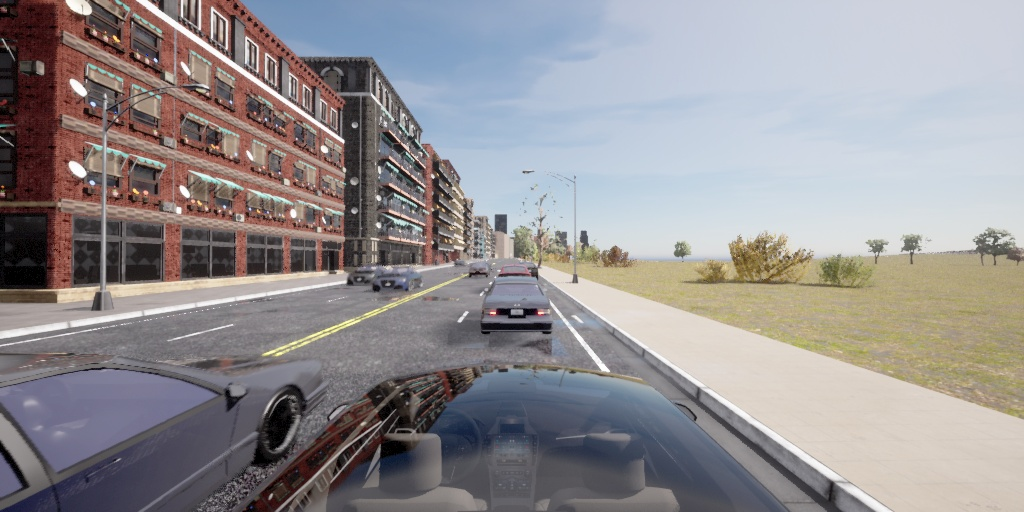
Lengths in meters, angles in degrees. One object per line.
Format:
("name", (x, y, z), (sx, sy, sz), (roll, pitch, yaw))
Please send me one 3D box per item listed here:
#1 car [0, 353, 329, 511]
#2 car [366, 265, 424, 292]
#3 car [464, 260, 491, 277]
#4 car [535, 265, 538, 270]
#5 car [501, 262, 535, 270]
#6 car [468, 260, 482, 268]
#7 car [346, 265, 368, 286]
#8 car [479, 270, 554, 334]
("car", (-3.156, 1.297, 1.892), (2.033, 1.411, 5.357), (0, 0, 0))
("car", (-6.560, 1.317, 20.951), (1.994, 1.385, 4.181), (0, 0, 0))
("car", (-3.081, 1.301, 34.811), (2.033, 1.411, 5.357), (0, 0, 0))
("car", (1.200, 1.231, 30.517), (1.882, 1.535, 5.008), (0, 0, 0))
("car", (0.144, 1.230, 21.079), (1.882, 1.535, 5.008), (0, 0, 0))
("car", (-6.429, 1.352, 63.113), (1.895, 1.301, 4.718), (0, 0, 1))
("car", (-9.800, 1.317, 24.980), (1.994, 1.385, 4.181), (0, 0, 0))
("car", (0.118, 1.299, 10.540), (2.033, 1.411, 5.357), (0, 0, 0))
